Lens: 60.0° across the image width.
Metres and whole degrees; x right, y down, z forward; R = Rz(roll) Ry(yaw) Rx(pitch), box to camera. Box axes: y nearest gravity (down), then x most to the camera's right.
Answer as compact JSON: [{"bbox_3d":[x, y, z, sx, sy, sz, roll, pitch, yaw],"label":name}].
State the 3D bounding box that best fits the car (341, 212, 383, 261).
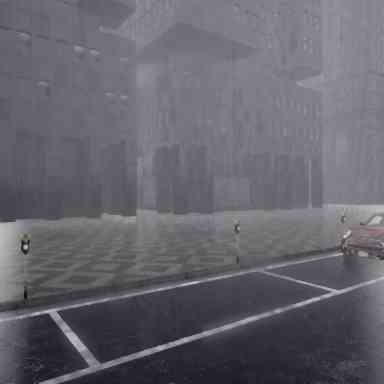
[{"bbox_3d":[7.024,1.438,11.659,4.097,1.590,1.967,0,0,-35],"label":"car"}]
